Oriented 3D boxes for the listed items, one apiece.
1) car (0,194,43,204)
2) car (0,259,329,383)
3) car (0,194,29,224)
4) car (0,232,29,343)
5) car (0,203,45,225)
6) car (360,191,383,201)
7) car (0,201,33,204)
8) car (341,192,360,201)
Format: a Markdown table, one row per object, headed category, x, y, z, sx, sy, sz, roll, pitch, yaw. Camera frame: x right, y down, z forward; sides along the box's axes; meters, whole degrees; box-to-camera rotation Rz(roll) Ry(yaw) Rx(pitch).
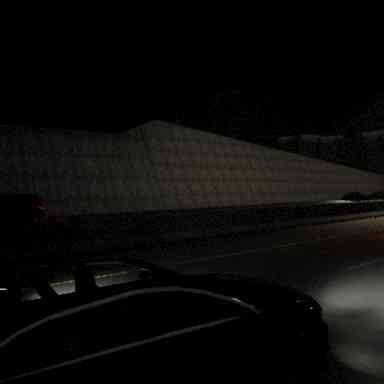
| category | x | y | z | sx | sy | sz | roll | pitch | yaw |
| --- | --- | --- | --- | --- | --- | --- | --- | --- | --- |
| car | -12.311 | 1.184 | 21.003 | 5.566 | 2.045 | 2.150 | -1 | 1 | -35 |
| car | -0.609 | 1.467 | 3.309 | 4.902 | 1.511 | 2.128 | -1 | 1 | -35 |
| car | -14.813 | 1.195 | 23.519 | 5.566 | 2.045 | 2.150 | -1 | 1 | -35 |
| car | -4.955 | 1.553 | 4.513 | 4.674 | 1.442 | 1.812 | -1 | 1 | -35 |
| car | -9.332 | 1.492 | 14.531 | 4.892 | 1.490 | 1.837 | -1 | 1 | -35 |
| car | 27.736 | 0.611 | 49.342 | 5.357 | 1.411 | 2.033 | -1 | 1 | -35 |
| car | -11.311 | 1.478 | 17.419 | 4.902 | 1.511 | 2.128 | -1 | 1 | -35 |
| car | 25.136 | 0.642 | 51.795 | 4.181 | 1.385 | 1.994 | -1 | 1 | -35 |
